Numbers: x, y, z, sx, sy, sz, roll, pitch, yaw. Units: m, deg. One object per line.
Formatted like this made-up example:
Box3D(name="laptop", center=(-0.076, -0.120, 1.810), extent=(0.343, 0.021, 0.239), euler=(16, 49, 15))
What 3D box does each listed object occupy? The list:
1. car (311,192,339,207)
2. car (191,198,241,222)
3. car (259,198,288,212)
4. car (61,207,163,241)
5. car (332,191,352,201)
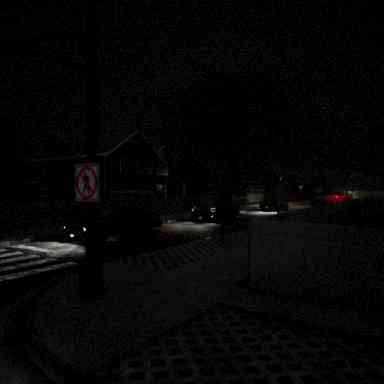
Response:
Box3D(name="car", center=(16.044, 1.144, 40.542), extent=(1.882, 1.535, 5.008), euler=(0, 1, 35))
Box3D(name="car", center=(1.823, 1.186, 24.689), extent=(2.097, 1.767, 4.553), euler=(0, 1, 34))
Box3D(name="car", center=(8.499, 1.301, 34.597), extent=(1.994, 1.385, 4.181), euler=(0, 1, 34))
Box3D(name="car", center=(-3.684, 1.460, 16.485), extent=(2.033, 1.411, 5.357), euler=(0, 1, 33))
Box3D(name="car", center=(21.892, 0.800, 48.705), extent=(2.150, 2.045, 5.566), euler=(0, 1, 38))
